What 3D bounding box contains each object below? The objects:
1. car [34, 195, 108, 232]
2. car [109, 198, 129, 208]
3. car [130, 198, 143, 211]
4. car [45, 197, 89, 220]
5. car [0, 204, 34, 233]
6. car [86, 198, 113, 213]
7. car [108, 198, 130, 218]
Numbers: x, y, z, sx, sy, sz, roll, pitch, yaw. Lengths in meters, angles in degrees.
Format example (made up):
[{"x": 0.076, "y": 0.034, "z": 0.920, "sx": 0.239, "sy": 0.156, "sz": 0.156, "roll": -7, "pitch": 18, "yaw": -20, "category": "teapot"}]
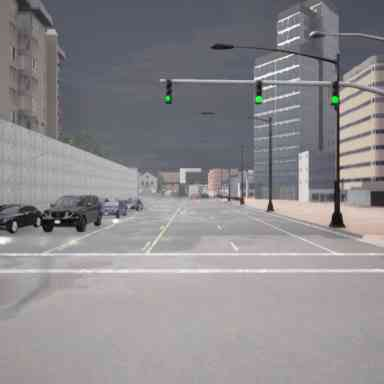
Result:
[{"x": -7.115, "y": 1.219, "z": 20.320, "sx": 2.150, "sy": 2.045, "sz": 5.566, "roll": 0, "pitch": 0, "yaw": 0, "category": "car"}, {"x": -10.600, "y": 1.596, "z": 48.632, "sx": 1.895, "sy": 1.301, "sz": 4.718, "roll": 0, "pitch": 0, "yaw": 0, "category": "car"}, {"x": -7.127, "y": 1.488, "z": 40.303, "sx": 2.128, "sy": 1.511, "sz": 4.902, "roll": 0, "pitch": 0, "yaw": 0, "category": "car"}, {"x": -10.626, "y": 1.349, "z": 28.754, "sx": 2.097, "sy": 1.767, "sz": 4.553, "roll": 0, "pitch": 0, "yaw": 0, "category": "car"}, {"x": -10.618, "y": 1.503, "z": 19.686, "sx": 1.837, "sy": 1.490, "sz": 4.892, "roll": 0, "pitch": 0, "yaw": 0, "category": "car"}, {"x": -10.629, "y": 1.501, "z": 38.572, "sx": 1.837, "sy": 1.490, "sz": 4.892, "roll": 0, "pitch": 0, "yaw": 0, "category": "car"}, {"x": -7.126, "y": 1.523, "z": 29.960, "sx": 1.812, "sy": 1.442, "sz": 4.674, "roll": 0, "pitch": 0, "yaw": 0, "category": "car"}]
